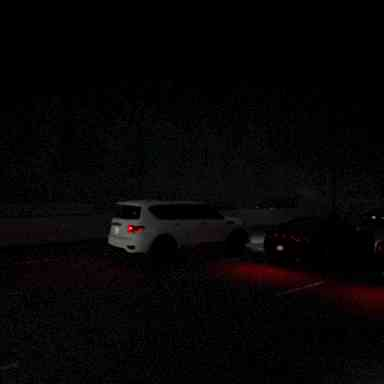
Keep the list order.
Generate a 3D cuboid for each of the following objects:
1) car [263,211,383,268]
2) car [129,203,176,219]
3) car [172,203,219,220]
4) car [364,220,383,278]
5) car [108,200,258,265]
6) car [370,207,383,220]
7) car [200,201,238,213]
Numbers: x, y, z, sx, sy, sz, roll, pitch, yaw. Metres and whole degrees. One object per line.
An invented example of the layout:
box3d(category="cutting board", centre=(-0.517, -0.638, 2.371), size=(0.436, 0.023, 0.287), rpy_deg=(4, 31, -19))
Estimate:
box3d(category="car", centre=(4.667, 1.609, 11.870), size=(5.008, 1.535, 1.882), rpy_deg=(1, -1, -39))
box3d(category="car", centre=(-3.813, 1.790, 32.327), size=(4.181, 1.385, 1.994), rpy_deg=(1, -1, -41))
box3d(category="car", centre=(0.381, 1.816, 31.352), size=(4.181, 1.385, 1.994), rpy_deg=(1, -1, -41))
box3d(category="car", centre=(6.953, 1.606, 9.214), size=(5.008, 1.535, 1.882), rpy_deg=(1, -1, -39))
box3d(category="car", centre=(-0.305, 1.317, 12.377), size=(5.566, 2.045, 2.150), rpy_deg=(1, -1, -38))
box3d(category="car", centre=(14.580, 1.864, 25.057), size=(5.357, 1.411, 2.033), rpy_deg=(1, -1, -43))
box3d(category="car", centre=(3.649, 1.926, 43.930), size=(5.357, 1.411, 2.033), rpy_deg=(1, -1, -44))
